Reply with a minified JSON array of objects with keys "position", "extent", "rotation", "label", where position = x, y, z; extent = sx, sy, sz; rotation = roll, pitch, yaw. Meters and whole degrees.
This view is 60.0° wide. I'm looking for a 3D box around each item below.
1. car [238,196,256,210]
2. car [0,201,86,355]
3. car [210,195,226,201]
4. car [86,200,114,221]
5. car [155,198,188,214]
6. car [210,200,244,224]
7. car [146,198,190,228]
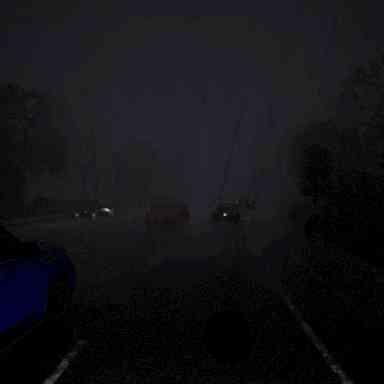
[{"position":[6.768,1.316,41.509],"extent":[2.097,1.767,4.553],"rotation":[0,0,17],"label":"car"},{"position":[-3.250,1.210,3.668],"extent":[2.150,2.045,5.566],"rotation":[0,0,2],"label":"car"},{"position":[5.120,1.386,66.198],"extent":[1.882,1.535,5.008],"rotation":[0,0,26],"label":"car"},{"position":[-7.934,1.430,26.688],"extent":[2.128,1.511,4.902],"rotation":[0,0,11],"label":"car"},{"position":[-2.178,1.431,36.428],"extent":[2.128,1.511,4.902],"rotation":[0,0,15],"label":"car"},{"position":[2.626,1.538,24.987],"extent":[1.994,1.385,4.181],"rotation":[0,0,10],"label":"car"},{"position":[-1.460,1.318,21.859],"extent":[2.097,1.767,4.553],"rotation":[0,0,9],"label":"car"}]
